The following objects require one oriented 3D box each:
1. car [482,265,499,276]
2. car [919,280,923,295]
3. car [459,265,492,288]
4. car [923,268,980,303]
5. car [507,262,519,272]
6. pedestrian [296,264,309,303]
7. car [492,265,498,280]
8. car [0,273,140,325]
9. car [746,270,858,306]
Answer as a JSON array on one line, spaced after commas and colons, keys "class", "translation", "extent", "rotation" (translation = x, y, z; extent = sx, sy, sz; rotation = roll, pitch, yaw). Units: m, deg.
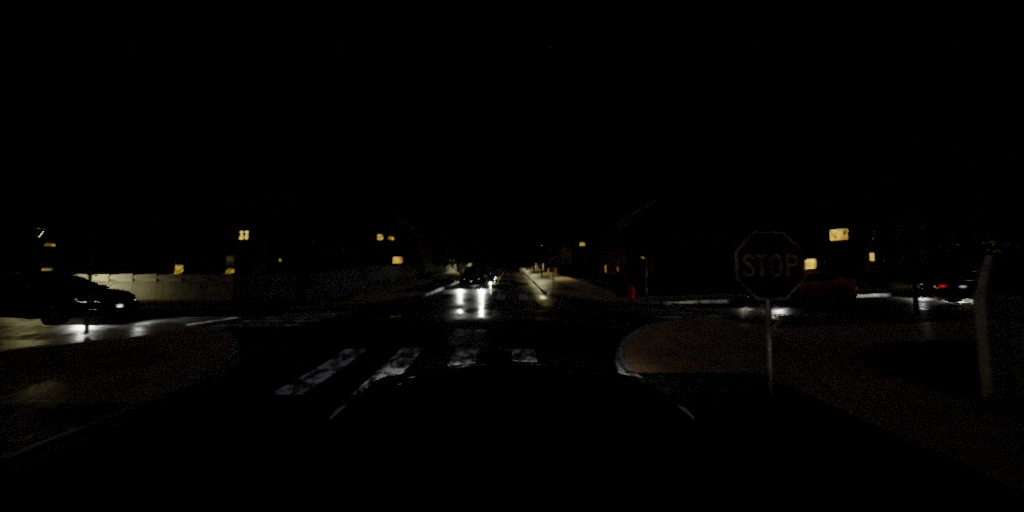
[{"class": "car", "translation": [-2.808, 1.865, 46.785], "extent": [1.994, 1.385, 4.181], "rotation": [0, -1, 0]}, {"class": "car", "translation": [24.740, 1.434, 19.742], "extent": [4.892, 1.490, 1.837], "rotation": [0, -3, -19]}, {"class": "car", "translation": [-2.825, 1.548, 27.256], "extent": [1.837, 1.490, 4.892], "rotation": [0, -1, 0]}, {"class": "car", "translation": [20.951, 1.309, 15.421], "extent": [5.357, 1.411, 2.033], "rotation": [0, -3, -16]}, {"class": "car", "translation": [0.150, 1.883, 61.916], "extent": [2.097, 1.767, 4.553], "rotation": [0, -1, 0]}, {"class": "pedestrian", "translation": [-9.802, 1.271, 16.754], "extent": [0.375, 1.860, 0.375], "rotation": [0, -4, -1]}, {"class": "car", "translation": [-2.809, 1.643, 36.814], "extent": [1.882, 1.535, 5.008], "rotation": [0, -1, 0]}, {"class": "car", "translation": [-14.397, 1.284, 11.061], "extent": [4.892, 1.490, 1.837], "rotation": [0, -4, 2]}, {"class": "car", "translation": [13.365, 1.432, 16.638], "extent": [5.008, 1.535, 1.882], "rotation": [0, -3, -13]}]
